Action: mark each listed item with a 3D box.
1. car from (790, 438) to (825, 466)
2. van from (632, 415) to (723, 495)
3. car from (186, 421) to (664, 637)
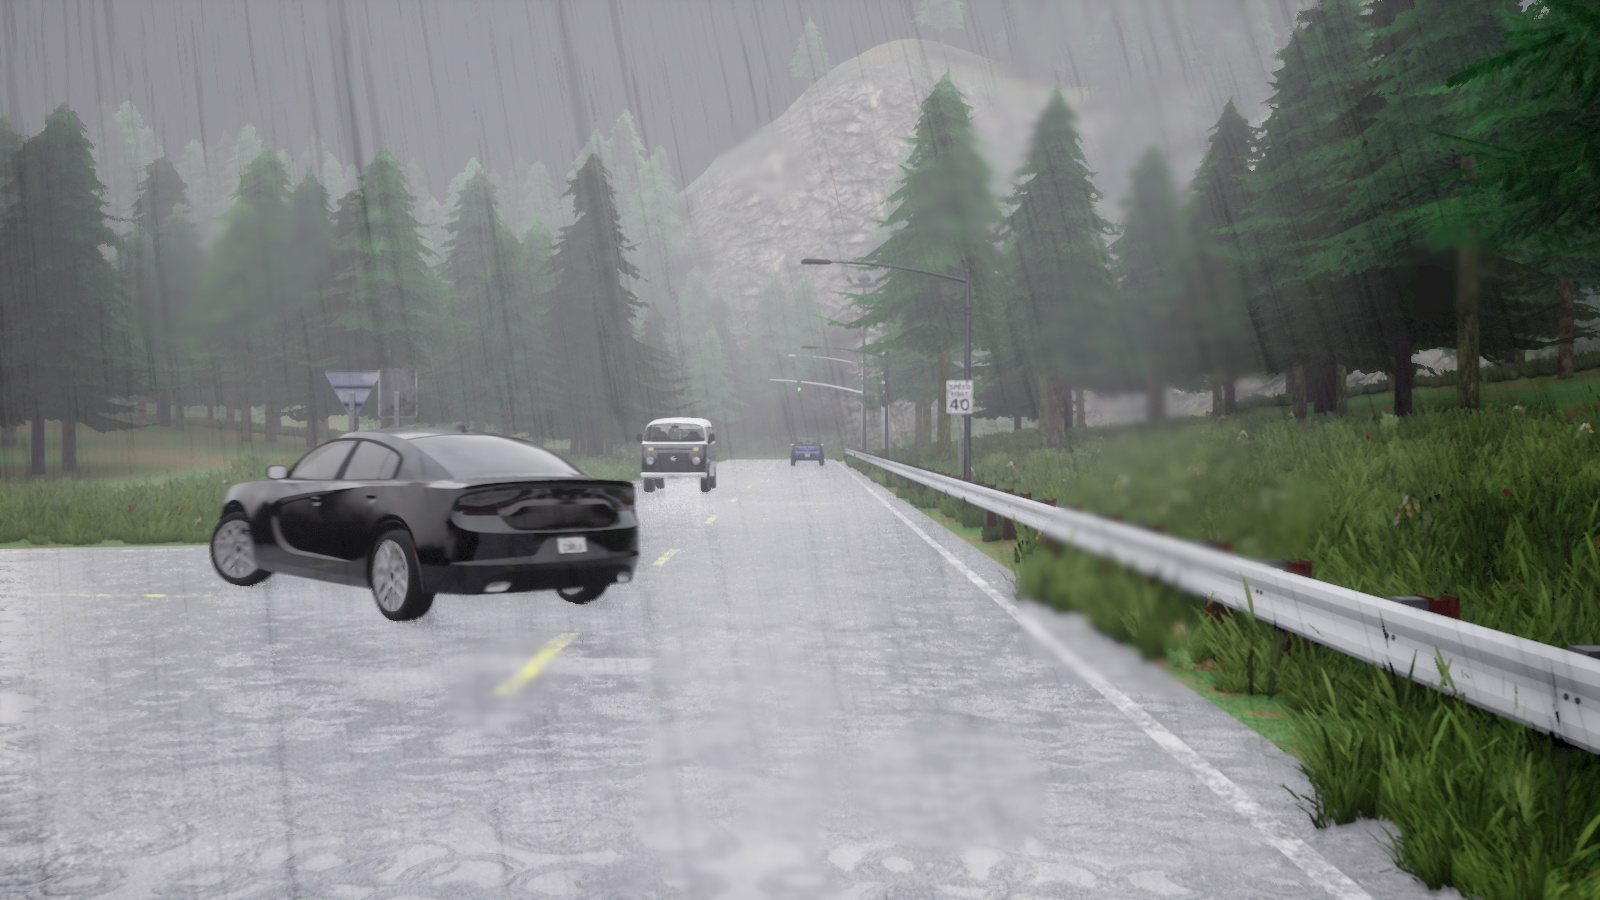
[{"bbox_3d":[0.393,0.070,67.291,1.816,1.474,4.193,0,1,0],"label":"car"},{"bbox_3d":[-3.292,0.113,34.637,2.069,2.038,4.480,0,0,0],"label":"van"},{"bbox_3d":[-3.583,0.534,11.331,5.008,1.535,1.882,1,0,44],"label":"car"}]
